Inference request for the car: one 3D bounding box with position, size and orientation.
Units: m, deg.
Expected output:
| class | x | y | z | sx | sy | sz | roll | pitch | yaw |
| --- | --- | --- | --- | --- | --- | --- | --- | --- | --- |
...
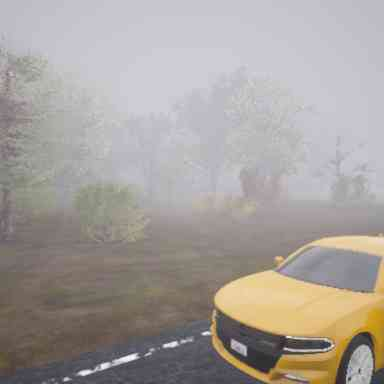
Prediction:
| class | x | y | z | sx | sy | sz | roll | pitch | yaw |
| --- | --- | --- | --- | --- | --- | --- | --- | --- | --- |
| car | 2.560 | 1.480 | 5.204 | 5.008 | 1.535 | 1.882 | 0 | 0 | -35 |
